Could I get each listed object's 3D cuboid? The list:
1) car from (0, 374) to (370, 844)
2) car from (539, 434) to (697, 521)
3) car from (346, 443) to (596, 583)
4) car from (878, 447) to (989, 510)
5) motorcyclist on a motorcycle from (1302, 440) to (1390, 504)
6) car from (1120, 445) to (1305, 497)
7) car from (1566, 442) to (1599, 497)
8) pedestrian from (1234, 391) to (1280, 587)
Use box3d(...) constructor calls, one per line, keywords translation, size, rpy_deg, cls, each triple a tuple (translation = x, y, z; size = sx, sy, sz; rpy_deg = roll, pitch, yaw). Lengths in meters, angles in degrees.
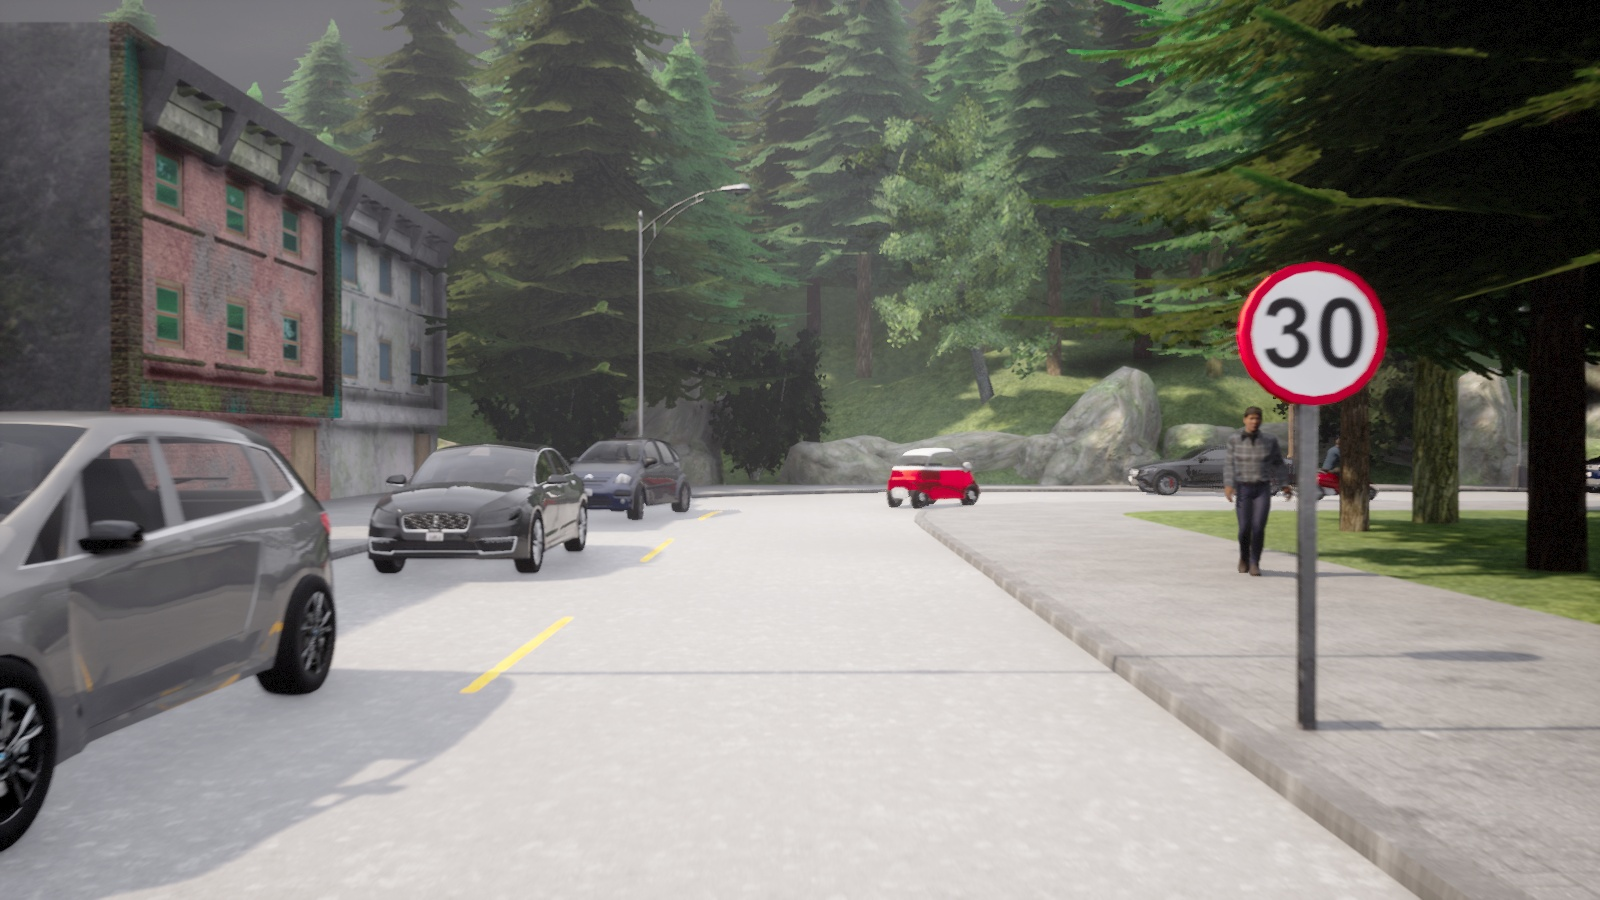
box3d(translation=(-3.953, 0.554, 5.952), size=(2.242, 1.667, 4.611), rpy_deg=(0, 0, 0), cls="car")
box3d(translation=(-3.604, 0.498, 25.568), size=(1.851, 1.617, 3.988), rpy_deg=(0, 0, 13), cls="car")
box3d(translation=(-3.903, 0.659, 15.807), size=(1.837, 1.490, 4.892), rpy_deg=(0, 0, 0), cls="car")
box3d(translation=(3.122, 0.639, 29.361), size=(2.207, 1.376, 1.481), rpy_deg=(-1, 0, -43), cls="car")
box3d(translation=(13.724, 0.533, 31.609), size=(1.817, 1.590, 0.866), rpy_deg=(0, 0, -1), cls="motorcyclist on a motorcycle")
box3d(translation=(11.641, 0.581, 35.641), size=(4.674, 1.442, 1.812), rpy_deg=(0, 0, 0), cls="car")
box3d(translation=(24.149, 0.544, 35.646), size=(3.705, 1.549, 1.789), rpy_deg=(0, 0, 0), cls="car")
box3d(translation=(4.704, 0.387, 12.959), size=(0.423, 1.949, 0.788), rpy_deg=(0, 0, 19), cls="pedestrian")
